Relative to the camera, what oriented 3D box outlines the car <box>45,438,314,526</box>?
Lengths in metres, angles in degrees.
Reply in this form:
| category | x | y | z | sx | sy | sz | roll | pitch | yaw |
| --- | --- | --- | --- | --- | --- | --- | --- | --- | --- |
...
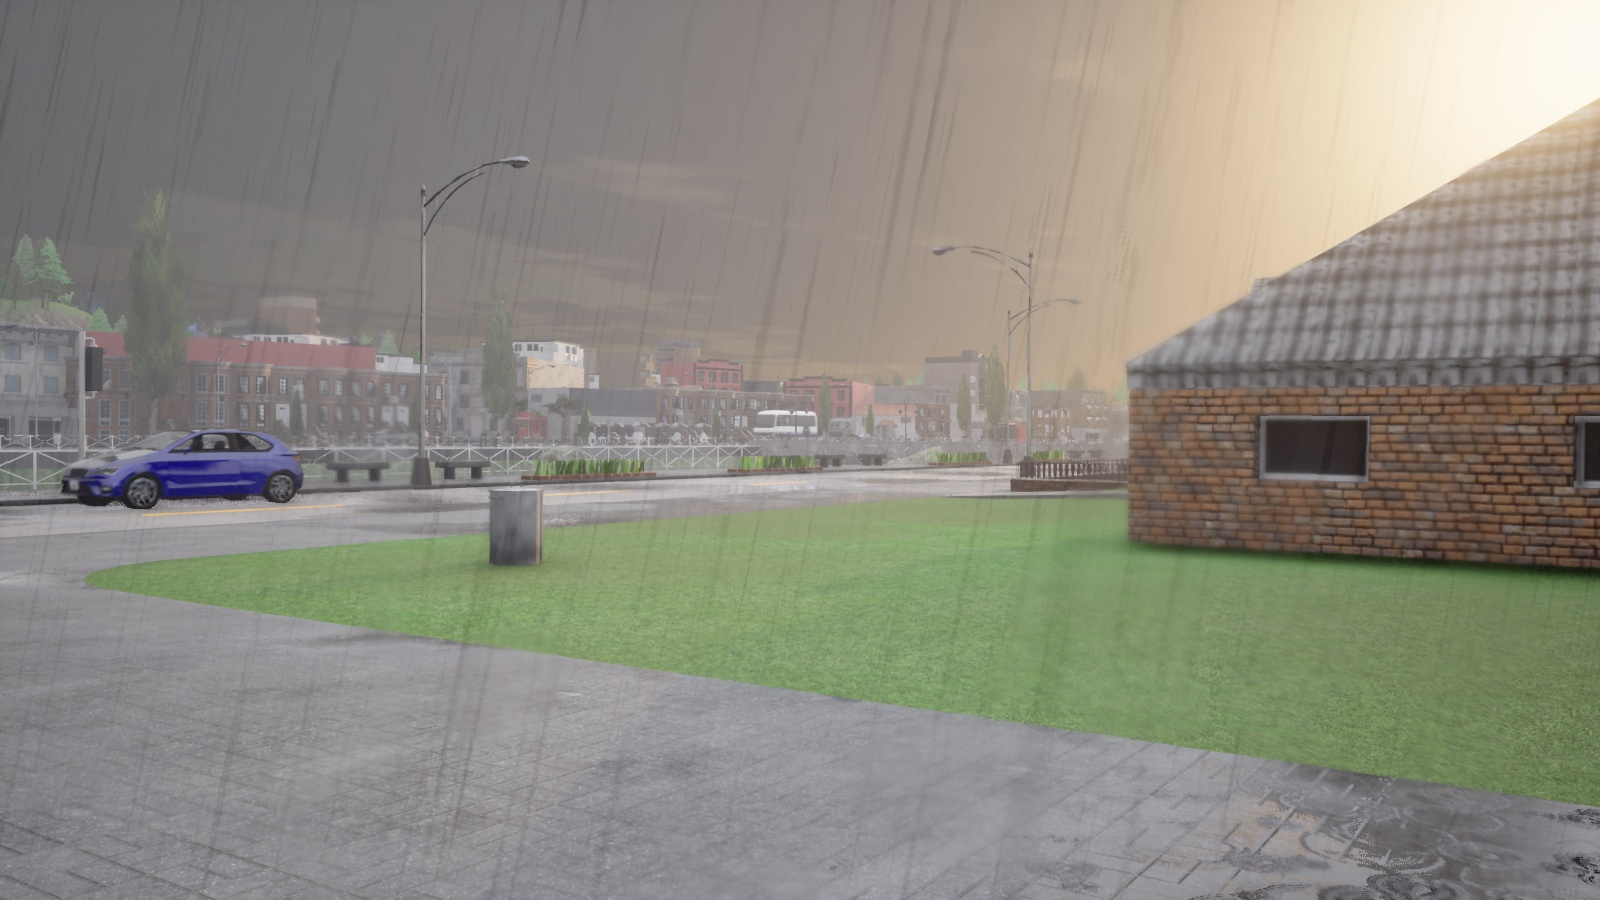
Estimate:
| category | x | y | z | sx | sy | sz | roll | pitch | yaw |
| --- | --- | --- | --- | --- | --- | --- | --- | --- | --- |
| car | -11.600 | 0.526 | 23.734 | 1.816 | 1.474 | 4.193 | 0 | 1 | 34 |
